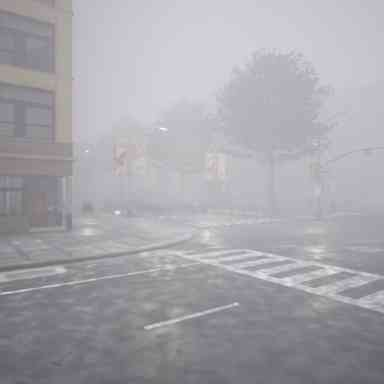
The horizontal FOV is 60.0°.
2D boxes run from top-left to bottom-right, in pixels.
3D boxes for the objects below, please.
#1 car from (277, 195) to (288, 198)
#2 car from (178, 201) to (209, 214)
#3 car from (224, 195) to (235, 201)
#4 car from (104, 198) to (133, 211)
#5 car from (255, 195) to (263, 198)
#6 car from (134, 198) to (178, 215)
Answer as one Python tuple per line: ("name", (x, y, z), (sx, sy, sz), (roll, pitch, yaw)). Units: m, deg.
("car", (18.256, 1.314, 69.210), (2.002, 1.452, 4.674), (0, 0, -36))
("car", (-0.277, 1.599, 34.989), (1.895, 1.301, 4.718), (0, 0, -36))
("car", (7.772, 1.408, 76.682), (2.161, 1.482, 4.786), (0, 0, -36))
("car", (-9.632, 1.503, 42.027), (1.837, 1.490, 4.892), (0, 0, -35))
("car", (17.416, 1.457, 83.141), (1.895, 1.301, 4.718), (0, 0, -36))
("car", (-3.736, 1.599, 33.803), (1.895, 1.301, 4.718), (0, 0, -36))
